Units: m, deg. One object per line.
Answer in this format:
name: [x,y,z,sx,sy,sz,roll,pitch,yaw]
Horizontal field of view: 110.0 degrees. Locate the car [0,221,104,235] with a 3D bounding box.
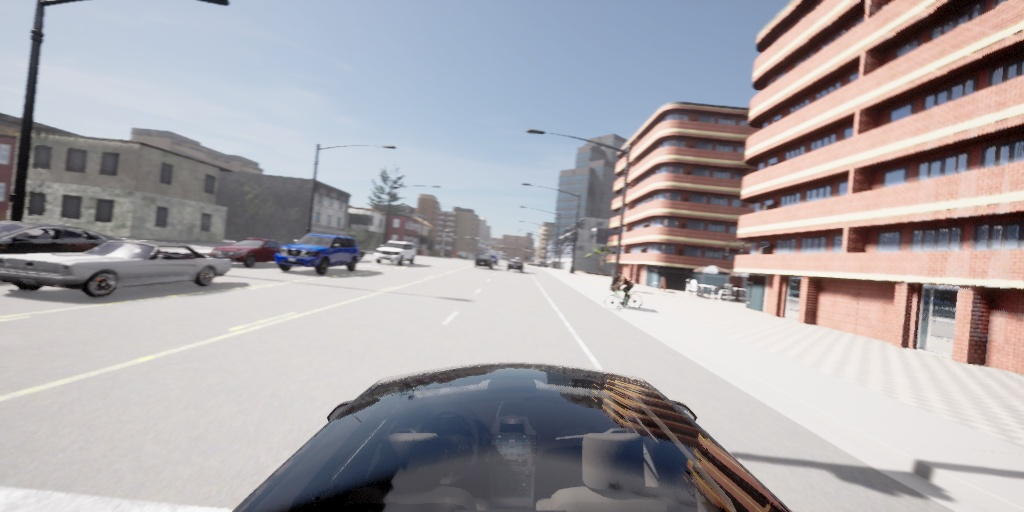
car: [-13.985,-0.224,10.261,2.128,1.511,4.902,6,0,1]

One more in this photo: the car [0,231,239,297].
car: [-10.520,0.241,10.019,1.895,1.301,4.718,6,0,0]

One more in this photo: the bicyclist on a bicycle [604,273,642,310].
bicyclist on a bicycle: [4.807,1.540,15.559,1.656,1.620,0.582,-3,0,1]

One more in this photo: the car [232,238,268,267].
car: [-13.888,-0.247,19.516,1.812,1.442,4.674,6,1,0]

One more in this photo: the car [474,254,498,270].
car: [-3.077,0.607,40.285,1.882,1.535,5.008,6,1,1]

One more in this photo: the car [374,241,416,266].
car: [-10.240,-0.302,31.971,2.150,2.045,5.566,6,0,1]

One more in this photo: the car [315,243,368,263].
car: [-13.792,-0.262,29.389,1.895,1.301,4.718,6,1,1]

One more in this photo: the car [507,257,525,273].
car: [0.405,0.982,40.199,2.128,1.511,4.902,6,1,1]

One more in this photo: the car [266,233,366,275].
car: [-10.374,-0.193,19.769,2.150,2.045,5.566,6,1,1]
